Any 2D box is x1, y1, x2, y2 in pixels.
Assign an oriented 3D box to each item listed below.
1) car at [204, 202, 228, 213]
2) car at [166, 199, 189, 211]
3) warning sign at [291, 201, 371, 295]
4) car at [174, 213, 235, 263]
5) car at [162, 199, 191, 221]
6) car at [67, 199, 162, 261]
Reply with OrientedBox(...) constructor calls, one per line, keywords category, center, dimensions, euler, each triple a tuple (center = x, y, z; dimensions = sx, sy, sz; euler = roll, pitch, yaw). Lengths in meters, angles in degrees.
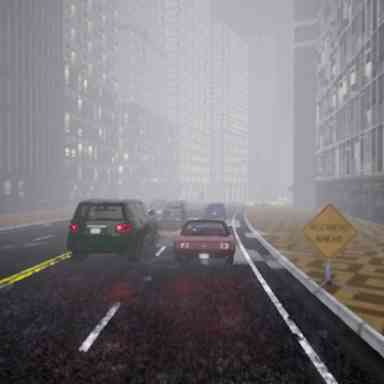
OrientedBox(category="car", center=(2.219, 1.642, 29.948), dimensions=(1.882, 1.535, 5.008), euler=(0, 0, 8))
OrientedBox(category="car", center=(-1.898, 1.730, 45.770), dimensions=(2.128, 1.511, 4.902), euler=(0, -1, 11))
OrientedBox(category="warning sign", center=(3.004, 1.158, 7.334), dimensions=(1.300, 1.860, 1.060), euler=(1, 1, 2))
OrientedBox(category="car", center=(0.504, 1.663, 12.267), dimensions=(1.895, 1.301, 4.718), euler=(0, 0, 3))
OrientedBox(category="car", center=(-1.240, 1.635, 28.616), dimensions=(2.128, 1.511, 4.902), euler=(0, 0, 7))
OrientedBox(category="car", center=(-2.731, 1.275, 12.624), dimensions=(2.150, 2.045, 5.566), euler=(0, 0, 3))
